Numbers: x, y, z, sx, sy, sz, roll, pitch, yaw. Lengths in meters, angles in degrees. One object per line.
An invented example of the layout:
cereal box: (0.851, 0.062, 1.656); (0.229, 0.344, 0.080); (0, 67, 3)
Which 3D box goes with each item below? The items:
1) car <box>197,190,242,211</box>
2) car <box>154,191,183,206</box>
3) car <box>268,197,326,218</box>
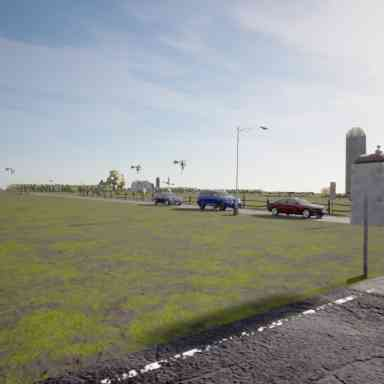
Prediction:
car: (2.776, 0.837, 35.186); (2.150, 2.045, 5.566); (1, 0, -36)
car: (-3.126, 0.827, 43.304); (2.097, 1.767, 4.553); (1, 0, -36)
car: (8.526, 1.234, 27.275); (1.882, 1.535, 5.008); (1, 0, -36)
